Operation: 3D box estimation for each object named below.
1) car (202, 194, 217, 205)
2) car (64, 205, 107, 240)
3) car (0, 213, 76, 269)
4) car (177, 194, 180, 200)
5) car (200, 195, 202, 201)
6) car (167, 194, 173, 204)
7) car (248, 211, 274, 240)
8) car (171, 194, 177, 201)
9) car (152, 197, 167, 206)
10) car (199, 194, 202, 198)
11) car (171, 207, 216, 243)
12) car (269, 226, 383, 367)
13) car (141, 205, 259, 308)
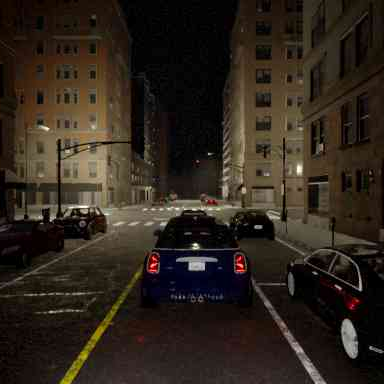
[{"bbox_3d":[3.042,1.475,53.691,1.967,1.590,4.097,0,0,0],"label":"car"},{"bbox_3d":[-5.624,1.440,16.626,1.967,1.590,4.097,0,0,0],"label":"car"},{"bbox_3d":[-5.640,1.582,11.125,1.802,1.307,4.206,0,0,0],"label":"car"},{"bbox_3d":[-5.306,1.455,91.589,2.192,1.841,5.009,0,0,0],"label":"car"},{"bbox_3d":[3.094,1.606,64.509,2.008,1.369,4.403,0,0,0],"label":"car"},{"bbox_3d":[-5.431,1.606,64.545,2.008,1.369,4.403,0,0,0],"label":"car"},{"bbox_3d":[2.902,1.566,16.601,1.947,1.339,4.313,0,0,0],"label":"car"},{"bbox_3d":[-5.356,1.625,80.601,1.752,1.417,4.829,0,0,0],"label":"car"},{"bbox_3d":[-5.482,1.617,53.729,1.802,1.307,4.206,0,0,0],"label":"car"},{"bbox_3d":[3.143,1.523,75.327,1.967,1.590,4.097,0,0,0],"label":"car"},{"bbox_3d":[0.091,1.564,16.673,1.994,1.385,4.181,0,0,1],"label":"car"},{"bbox_3d":[2.870,1.551,5.599,2.008,1.369,4.403,0,0,0],"label":"car"},{"bbox_3d":[0.101,1.352,8.090,2.097,1.767,4.553,0,0,0],"label":"car"}]
